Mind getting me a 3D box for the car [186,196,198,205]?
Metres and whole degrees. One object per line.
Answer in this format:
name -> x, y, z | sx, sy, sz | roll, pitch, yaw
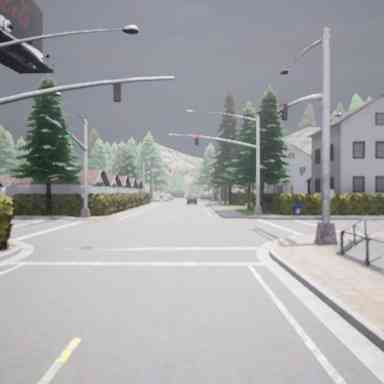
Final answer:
car -> 0.000, 1.536, 59.512 | 1.837, 1.490, 4.892 | 0, 0, 0
